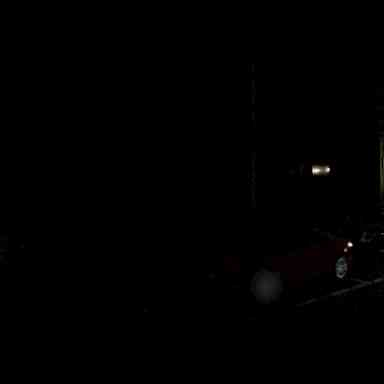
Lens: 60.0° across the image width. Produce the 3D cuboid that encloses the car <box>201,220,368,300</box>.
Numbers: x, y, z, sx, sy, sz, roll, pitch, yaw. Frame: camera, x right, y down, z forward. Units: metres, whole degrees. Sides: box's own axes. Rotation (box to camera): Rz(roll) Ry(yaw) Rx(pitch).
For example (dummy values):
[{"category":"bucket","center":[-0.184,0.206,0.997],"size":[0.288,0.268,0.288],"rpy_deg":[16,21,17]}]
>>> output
[{"category":"car","center":[2.282,1.556,8.408],"size":[4.507,1.381,1.887],"rpy_deg":[0,0,-36]}]

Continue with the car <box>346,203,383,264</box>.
[{"category":"car","center":[6.867,1.337,11.692],"size":[5.009,1.841,2.192],"rpy_deg":[0,0,-36]}]
